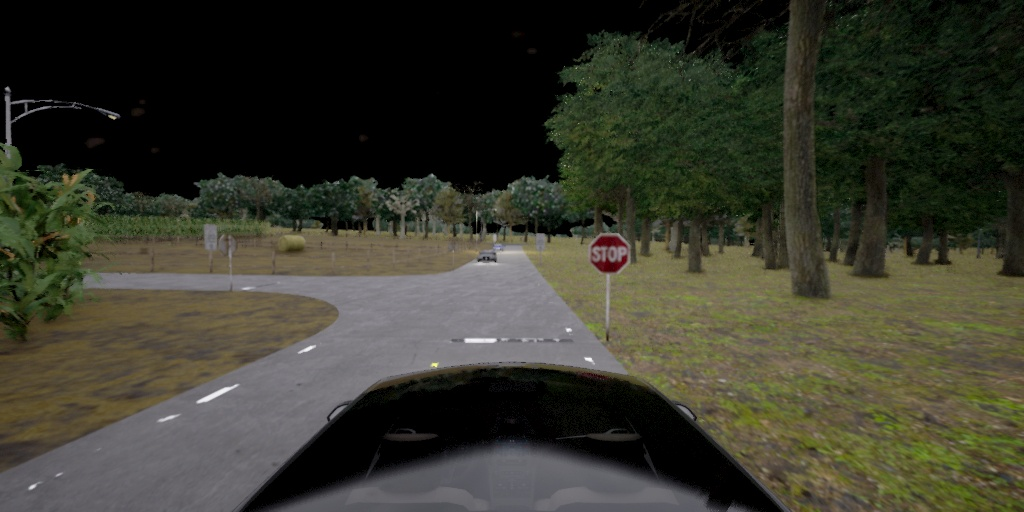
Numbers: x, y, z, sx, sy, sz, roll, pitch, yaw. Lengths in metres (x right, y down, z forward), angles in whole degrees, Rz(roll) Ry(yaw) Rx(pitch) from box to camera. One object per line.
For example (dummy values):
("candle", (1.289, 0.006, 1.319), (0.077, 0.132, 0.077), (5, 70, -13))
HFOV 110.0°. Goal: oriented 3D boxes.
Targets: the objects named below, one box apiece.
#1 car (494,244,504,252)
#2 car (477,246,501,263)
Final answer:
("car", (-2.439, -1.516, 64.925), (1.812, 1.442, 4.674), (0, 3, 0))
("car", (-2.572, -0.031, 38.072), (1.994, 1.385, 4.181), (0, 3, 0))
